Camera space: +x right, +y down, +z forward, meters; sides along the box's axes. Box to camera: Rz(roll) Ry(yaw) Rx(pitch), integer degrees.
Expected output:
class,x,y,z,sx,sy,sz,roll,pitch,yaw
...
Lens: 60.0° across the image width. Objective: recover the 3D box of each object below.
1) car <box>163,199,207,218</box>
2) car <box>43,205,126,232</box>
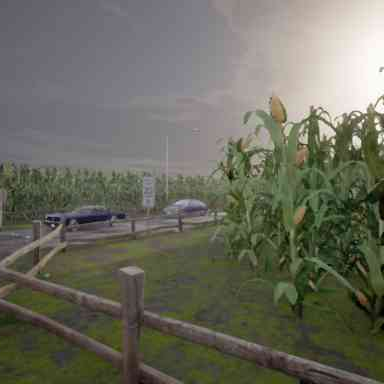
class,x,y,z,sx,sy,sz,roll,pitch,yaw
car,-0.485,1.343,27.943,1.812,1.442,4.674,0,1,35
car,-6.270,1.484,19.794,1.895,1.301,4.718,0,1,34
